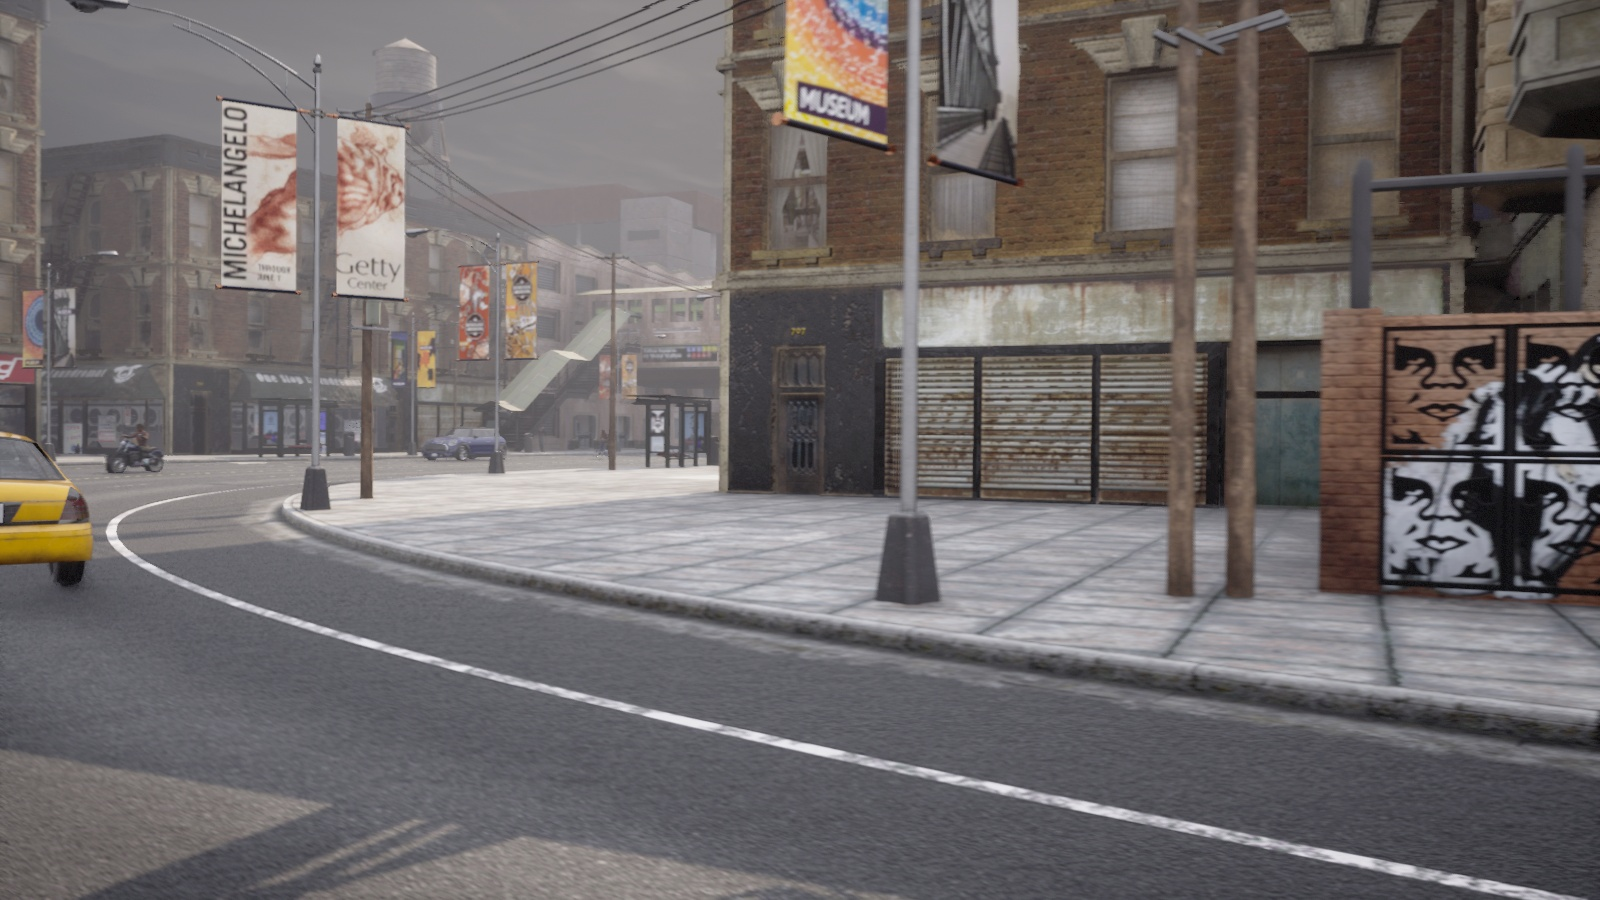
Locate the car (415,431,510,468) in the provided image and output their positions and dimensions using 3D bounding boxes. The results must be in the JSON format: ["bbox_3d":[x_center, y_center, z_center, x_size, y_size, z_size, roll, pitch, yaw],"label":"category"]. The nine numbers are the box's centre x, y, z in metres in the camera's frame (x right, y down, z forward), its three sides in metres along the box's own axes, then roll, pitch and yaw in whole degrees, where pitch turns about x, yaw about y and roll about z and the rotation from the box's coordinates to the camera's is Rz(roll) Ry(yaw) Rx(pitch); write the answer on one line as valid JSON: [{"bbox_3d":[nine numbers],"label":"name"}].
[{"bbox_3d":[-16.589,-0.063,61.895,2.097,1.767,4.553,0,1,24],"label":"car"}]

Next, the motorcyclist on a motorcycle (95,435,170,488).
[{"bbox_3d":[-21.403,0.347,40.326,0.766,1.649,2.350,0,1,13],"label":"motorcyclist on a motorcycle"}]

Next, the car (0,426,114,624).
[{"bbox_3d":[-8.099,0.585,12.056,1.801,1.575,5.366,-1,1,-38],"label":"car"}]

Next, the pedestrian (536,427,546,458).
[{"bbox_3d":[-16.013,-0.471,77.551,0.402,1.930,0.666,0,1,6],"label":"pedestrian"}]
